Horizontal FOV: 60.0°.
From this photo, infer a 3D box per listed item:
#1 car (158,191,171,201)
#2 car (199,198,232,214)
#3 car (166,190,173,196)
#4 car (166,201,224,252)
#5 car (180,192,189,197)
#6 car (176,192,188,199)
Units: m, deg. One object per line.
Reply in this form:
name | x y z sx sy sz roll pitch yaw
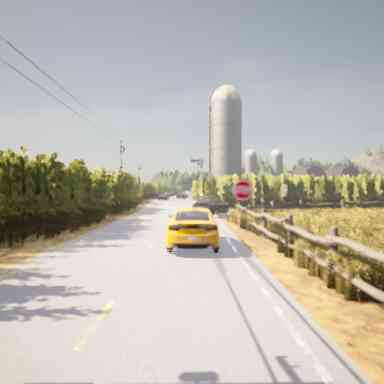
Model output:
car | -5.616 0.953 64.886 2.033 1.411 5.357 0 1 -3
car | 1.748 1.239 27.544 2.128 1.511 4.902 0 1 28
car | -5.616 0.310 80.287 2.097 1.767 4.553 0 1 2
car | 0.042 1.354 13.335 1.882 1.535 5.008 0 1 1
car | -2.013 0.718 86.555 1.895 1.301 4.718 0 1 4
car | -2.539 0.836 75.996 2.033 1.411 5.357 0 1 2
